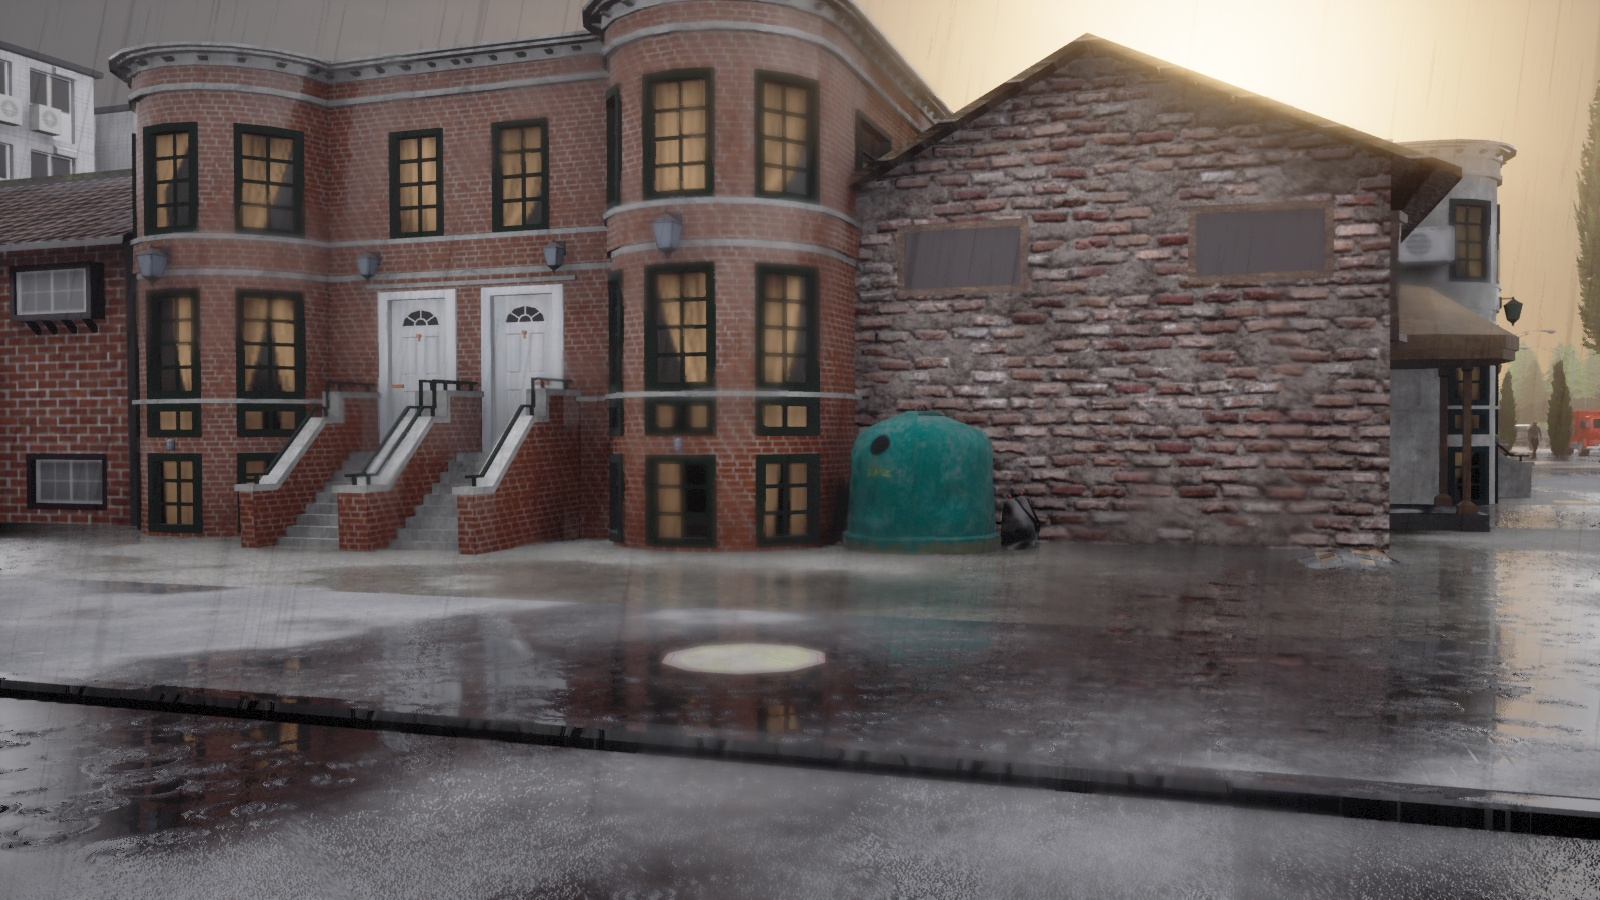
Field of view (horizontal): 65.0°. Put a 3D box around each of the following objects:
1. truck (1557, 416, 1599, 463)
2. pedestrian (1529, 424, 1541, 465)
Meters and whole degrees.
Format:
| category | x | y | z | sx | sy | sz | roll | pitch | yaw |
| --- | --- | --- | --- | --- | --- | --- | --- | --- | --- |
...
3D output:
| category | x | y | z | sx | sy | sz | roll | pitch | yaw |
| --- | --- | --- | --- | --- | --- | --- | --- | --- | --- |
| truck | 42.868 | -0.581 | 67.566 | 2.627 | 2.467 | 5.204 | 1 | 1 | 19 |
| pedestrian | 33.193 | -0.247 | 56.733 | 0.331 | 1.846 | 0.634 | 1 | 1 | 20 |
